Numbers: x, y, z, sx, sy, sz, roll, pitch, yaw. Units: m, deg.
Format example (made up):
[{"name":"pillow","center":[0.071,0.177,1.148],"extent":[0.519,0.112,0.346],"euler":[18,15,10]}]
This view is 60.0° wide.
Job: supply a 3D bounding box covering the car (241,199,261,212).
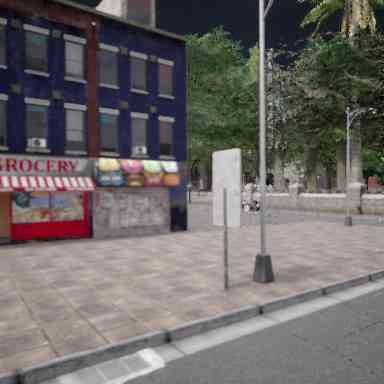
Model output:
[{"name":"car","center":[5.682,1.371,36.171],"extent":[1.947,1.339,4.313],"euler":[0,1,-36]}]
